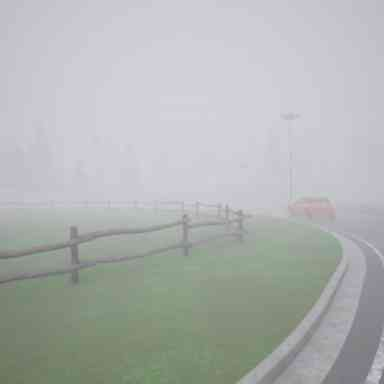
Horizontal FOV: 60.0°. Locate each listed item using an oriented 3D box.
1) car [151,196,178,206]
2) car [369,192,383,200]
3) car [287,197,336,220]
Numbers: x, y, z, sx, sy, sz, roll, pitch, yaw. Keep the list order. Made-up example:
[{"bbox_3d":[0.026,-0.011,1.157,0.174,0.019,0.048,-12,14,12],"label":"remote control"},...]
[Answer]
[{"bbox_3d":[-4.443,1.426,52.326,5.008,1.535,1.882,-1,0,42],"label":"car"},{"bbox_3d":[34.896,0.711,60.631,5.008,1.535,1.882,-1,0,-5],"label":"car"},{"bbox_3d":[9.116,1.129,25.824,2.097,1.767,4.553,-1,0,-6],"label":"car"}]
